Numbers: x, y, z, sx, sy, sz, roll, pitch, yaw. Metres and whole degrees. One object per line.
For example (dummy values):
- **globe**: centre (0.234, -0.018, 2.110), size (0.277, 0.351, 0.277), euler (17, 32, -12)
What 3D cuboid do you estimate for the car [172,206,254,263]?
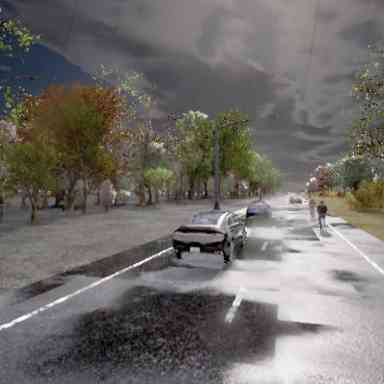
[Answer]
- **car**: centre (0.789, 1.476, 12.103), size (2.128, 1.511, 4.902), euler (0, 0, 17)

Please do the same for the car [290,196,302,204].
- **car**: centre (19.130, 1.505, 61.262), size (1.994, 1.385, 4.181), euler (0, 0, 16)

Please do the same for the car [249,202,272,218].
- **car**: centre (5.981, 1.531, 29.488), size (1.994, 1.385, 4.181), euler (0, 0, 17)

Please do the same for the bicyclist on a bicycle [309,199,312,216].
- **bicyclist on a bicycle**: centre (9.922, 1.426, 27.422), size (0.582, 1.620, 1.656), euler (0, 0, 17)

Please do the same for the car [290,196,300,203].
- **car**: centre (21.913, 1.528, 70.934), size (1.895, 1.301, 4.718), euler (0, 0, 17)

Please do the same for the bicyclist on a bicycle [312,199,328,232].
- **bicyclist on a bicycle**: centre (7.403, 1.352, 18.987), size (0.659, 1.776, 1.843), euler (0, 0, 17)
